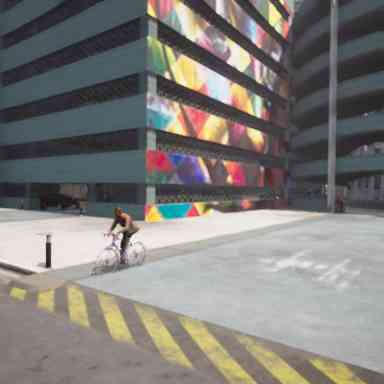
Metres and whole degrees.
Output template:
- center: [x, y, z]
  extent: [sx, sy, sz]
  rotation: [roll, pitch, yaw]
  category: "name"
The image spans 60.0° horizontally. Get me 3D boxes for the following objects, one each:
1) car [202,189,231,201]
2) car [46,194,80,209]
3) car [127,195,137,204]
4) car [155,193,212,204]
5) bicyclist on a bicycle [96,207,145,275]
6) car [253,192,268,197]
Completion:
- center: [4.162, 0.531, 57.730]
  extent: [5.566, 2.045, 2.435]
  rotation: [1, 1, 36]
  category: "car"
- center: [-13.245, 0.908, 33.171]
  extent: [4.786, 1.482, 2.161]
  rotation: [1, 1, 36]
  category: "car"
- center: [-6.073, 0.970, 42.299]
  extent: [4.718, 1.301, 1.895]
  rotation: [1, 1, 36]
  category: "car"
- center: [-0.964, 1.025, 29.310]
  extent: [4.674, 1.452, 2.002]
  rotation: [1, 1, 36]
  category: "car"
- center: [-1.746, 1.197, 8.359]
  extent: [0.582, 1.620, 1.656]
  rotation: [1, 1, 36]
  category: "bicyclist on a bicycle"
- center: [18.598, 0.871, 90.384]
  extent: [4.892, 1.521, 2.231]
  rotation: [1, 1, 36]
  category: "car"
